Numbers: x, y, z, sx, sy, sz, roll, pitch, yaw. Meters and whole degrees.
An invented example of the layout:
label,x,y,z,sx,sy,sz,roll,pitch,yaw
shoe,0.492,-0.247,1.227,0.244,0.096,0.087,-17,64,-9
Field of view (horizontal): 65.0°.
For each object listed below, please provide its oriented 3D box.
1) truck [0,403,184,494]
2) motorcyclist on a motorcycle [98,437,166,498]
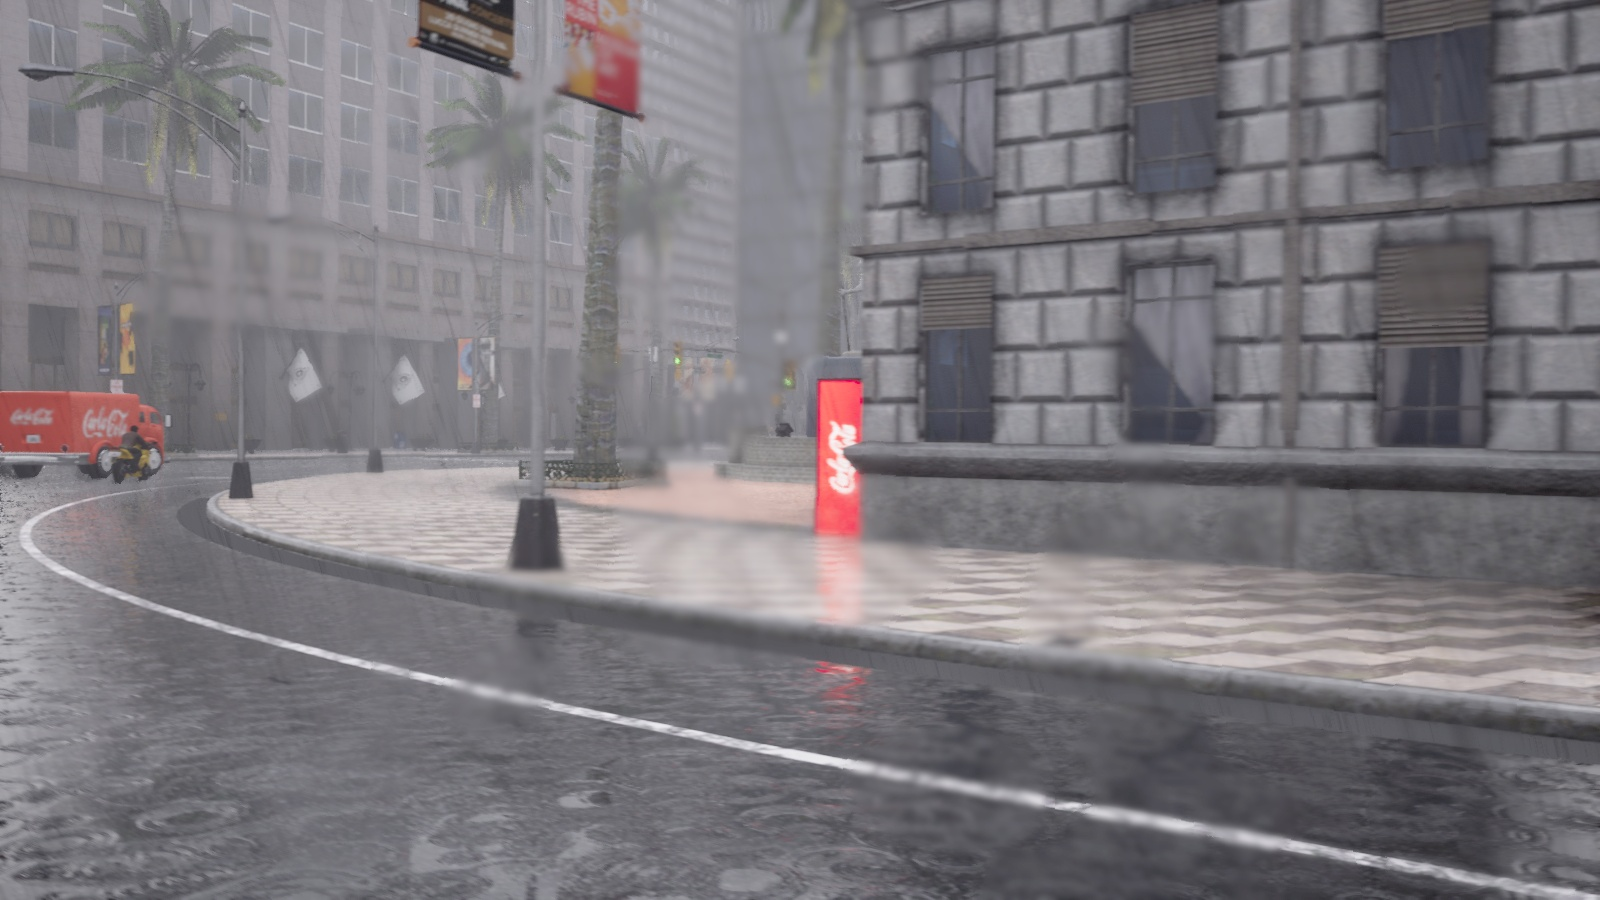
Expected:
label,x,y,z,sx,sy,sz,roll,pitch,yaw
truck,-20.814,-0.066,36.889,2.627,2.467,5.204,-1,1,3
motorcyclist on a motorcycle,-17.408,0.428,32.782,0.797,1.523,2.044,0,1,-4
